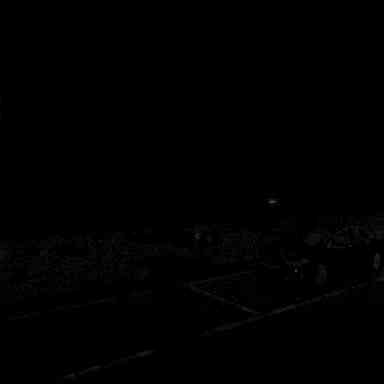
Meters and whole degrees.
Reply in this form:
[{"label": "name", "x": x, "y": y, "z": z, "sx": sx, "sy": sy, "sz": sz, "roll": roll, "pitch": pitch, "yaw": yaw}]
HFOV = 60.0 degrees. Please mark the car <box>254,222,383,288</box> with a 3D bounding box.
[{"label": "car", "x": 3.601, "y": 1.544, "z": 9.097, "sx": 4.403, "sy": 1.369, "sz": 2.008, "roll": 0, "pitch": 0, "yaw": -35}]
